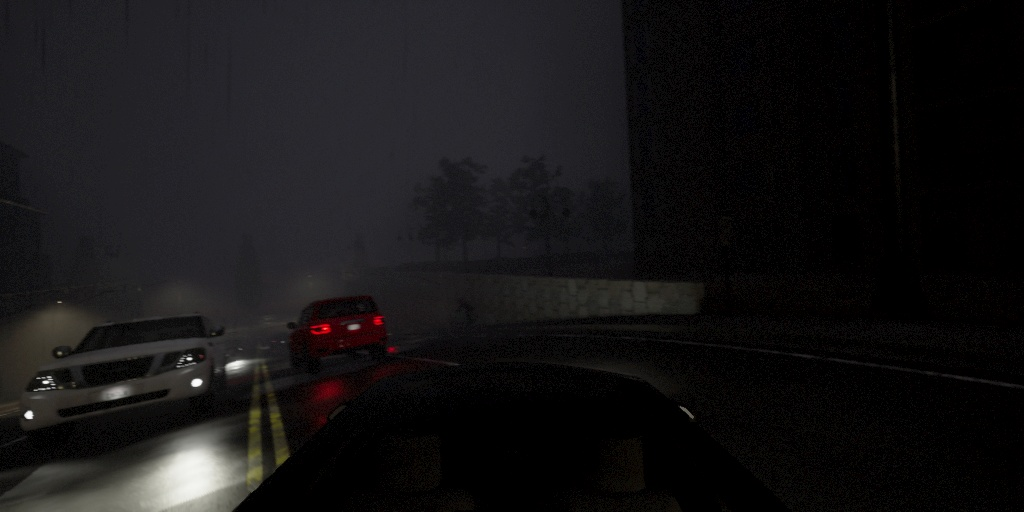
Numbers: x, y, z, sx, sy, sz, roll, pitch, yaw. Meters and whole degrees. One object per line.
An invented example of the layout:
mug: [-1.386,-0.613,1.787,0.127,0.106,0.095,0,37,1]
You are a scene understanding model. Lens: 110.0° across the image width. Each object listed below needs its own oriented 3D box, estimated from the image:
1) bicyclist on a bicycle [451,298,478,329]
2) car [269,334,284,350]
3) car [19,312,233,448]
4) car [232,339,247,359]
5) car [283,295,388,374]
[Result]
bicyclist on a bicycle: [-2.610,3.107,19.533,1.656,1.620,0.582,-4,-7,-35]
car: [-23.072,8.475,35.891,1.994,1.385,4.181,-4,-6,-36]
car: [-7.710,2.302,7.782,2.150,2.045,5.566,-4,-9,-36]
car: [-20.997,7.031,26.656,2.128,1.511,4.902,-4,-9,-36]
car: [-6.013,2.590,12.080,2.150,2.045,5.566,-3,-9,-38]
